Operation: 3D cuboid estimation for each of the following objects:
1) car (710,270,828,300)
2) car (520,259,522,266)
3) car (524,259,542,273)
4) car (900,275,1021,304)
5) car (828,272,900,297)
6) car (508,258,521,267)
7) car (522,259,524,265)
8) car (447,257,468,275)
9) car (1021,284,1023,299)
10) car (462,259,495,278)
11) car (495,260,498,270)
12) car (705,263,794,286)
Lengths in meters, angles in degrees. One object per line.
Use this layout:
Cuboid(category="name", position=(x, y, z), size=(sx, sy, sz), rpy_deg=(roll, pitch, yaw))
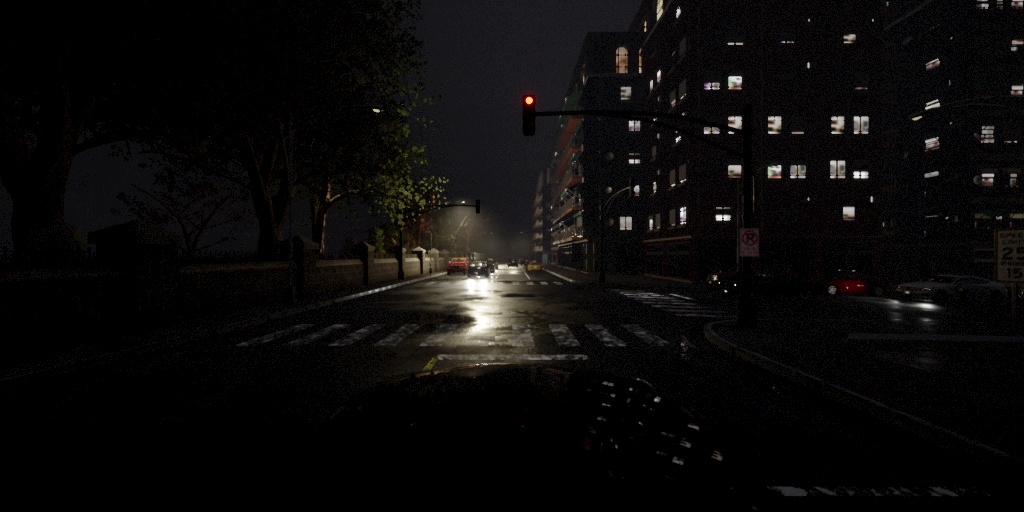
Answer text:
Cuboid(category="car", position=(13.725, 1.618, 19.327), size=(4.718, 1.301, 1.895), rpy_deg=(1, 0, 0))
Cuboid(category="car", position=(2.756, 1.316, 55.128), size=(2.007, 1.370, 4.403), rpy_deg=(0, 0, 0))
Cuboid(category="car", position=(2.742, 1.283, 44.228), size=(1.751, 1.417, 4.829), rpy_deg=(0, 0, 0))
Cuboid(category="car", position=(23.667, 1.723, 19.343), size=(4.674, 1.442, 1.812), rpy_deg=(1, 0, 0))
Cuboid(category="car", position=(20.317, 1.671, 21.933), size=(4.507, 1.381, 1.888), rpy_deg=(0, 0, 0))
Cuboid(category="car", position=(0.176, 1.320, 64.305), size=(2.033, 1.411, 5.357), rpy_deg=(0, 0, -1))
Cuboid(category="car", position=(2.749, 1.307, 49.593), size=(1.888, 1.381, 4.507), rpy_deg=(0, 0, 0))
Cuboid(category="car", position=(-5.645, 1.070, 38.532), size=(2.192, 1.841, 5.009), rpy_deg=(0, 0, 0))
Cuboid(category="car", position=(31.539, 1.857, 21.954), size=(4.829, 1.417, 1.751), rpy_deg=(0, 0, 0))
Cuboid(category="car", position=(-3.061, 1.245, 33.558), size=(2.128, 1.511, 4.902), rpy_deg=(0, 0, 0))
Cuboid(category="car", position=(-3.046, 1.263, 43.641), size=(1.837, 1.490, 4.892), rpy_deg=(0, 0, 0))
Cuboid(category="car", position=(14.622, 1.338, 21.922), size=(5.009, 1.841, 2.192), rpy_deg=(0, 0, 0))
